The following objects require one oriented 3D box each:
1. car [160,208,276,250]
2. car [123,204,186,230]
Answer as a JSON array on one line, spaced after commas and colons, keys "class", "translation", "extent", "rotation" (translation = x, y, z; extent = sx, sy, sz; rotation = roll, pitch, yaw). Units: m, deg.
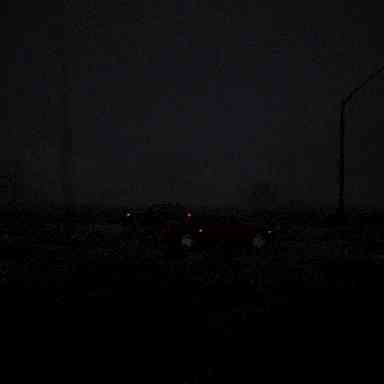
[{"class": "car", "translation": [1.253, 1.684, 15.053], "extent": [5.008, 1.535, 1.882], "rotation": [0, 0, 0]}, {"class": "car", "translation": [-2.232, 1.547, 22.077], "extent": [4.553, 1.767, 2.097], "rotation": [0, 0, 0]}]
